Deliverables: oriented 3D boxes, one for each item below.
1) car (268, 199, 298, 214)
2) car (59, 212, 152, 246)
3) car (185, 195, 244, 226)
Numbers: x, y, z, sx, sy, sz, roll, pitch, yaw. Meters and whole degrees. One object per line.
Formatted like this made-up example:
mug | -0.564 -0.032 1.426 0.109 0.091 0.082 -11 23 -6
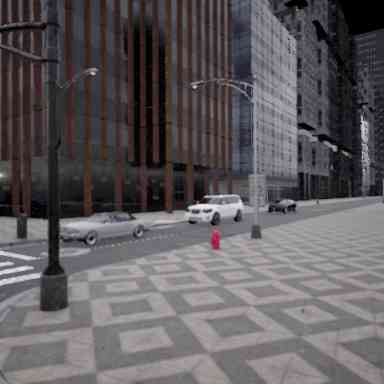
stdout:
car | 9.723 1.477 35.508 1.882 1.535 5.008 -1 0 35
car | -4.153 1.663 16.025 1.895 1.301 4.718 -1 0 35
car | 1.791 1.250 24.406 2.150 2.045 5.566 0 0 36
